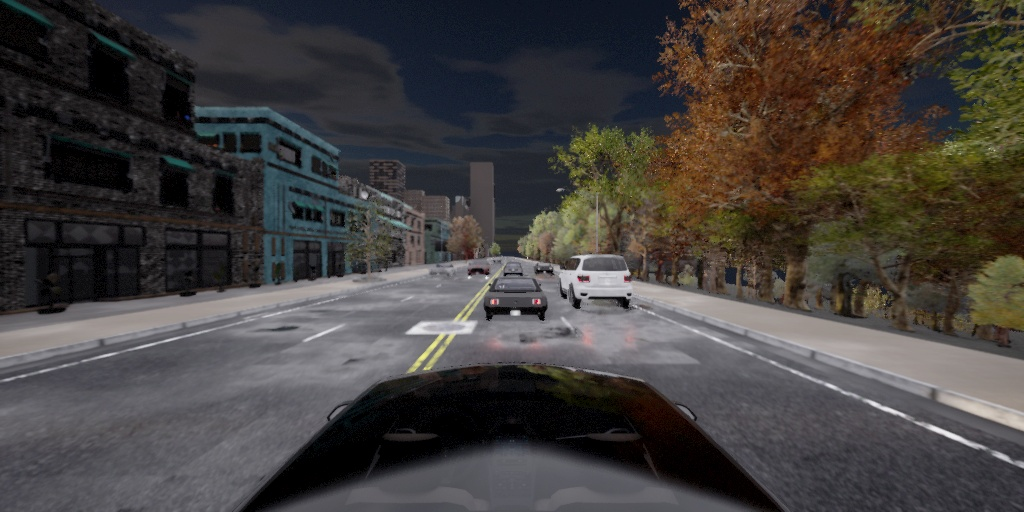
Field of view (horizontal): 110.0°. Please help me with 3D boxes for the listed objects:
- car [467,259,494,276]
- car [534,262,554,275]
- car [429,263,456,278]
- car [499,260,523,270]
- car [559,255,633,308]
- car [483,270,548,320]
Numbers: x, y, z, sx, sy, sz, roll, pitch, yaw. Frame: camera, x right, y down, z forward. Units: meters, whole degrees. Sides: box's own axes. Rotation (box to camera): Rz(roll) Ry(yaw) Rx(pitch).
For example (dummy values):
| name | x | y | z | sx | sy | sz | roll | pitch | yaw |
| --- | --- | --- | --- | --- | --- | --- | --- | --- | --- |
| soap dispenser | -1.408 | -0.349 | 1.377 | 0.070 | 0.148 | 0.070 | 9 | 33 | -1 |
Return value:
| name | x | y | z | sx | sy | sz | roll | pitch | yaw |
| --- | --- | --- | --- | --- | --- | --- | --- | --- | --- |
| car | -3.331 | 1.092 | 36.873 | 2.097 | 1.767 | 4.553 | 0 | 0 | 0 |
| car | 3.362 | 1.339 | 38.958 | 1.895 | 1.301 | 4.718 | 0 | 0 | 0 |
| car | -6.585 | 1.342 | 34.257 | 1.895 | 1.301 | 4.718 | 0 | 0 | 0 |
| car | 0.112 | 1.288 | 34.323 | 2.033 | 1.411 | 5.357 | 0 | 0 | 0 |
| car | 3.356 | 0.967 | 15.298 | 2.150 | 2.045 | 5.566 | 0 | 0 | 0 |
| car | 0.104 | 1.348 | 12.543 | 1.895 | 1.301 | 4.718 | 0 | 0 | 0 |
